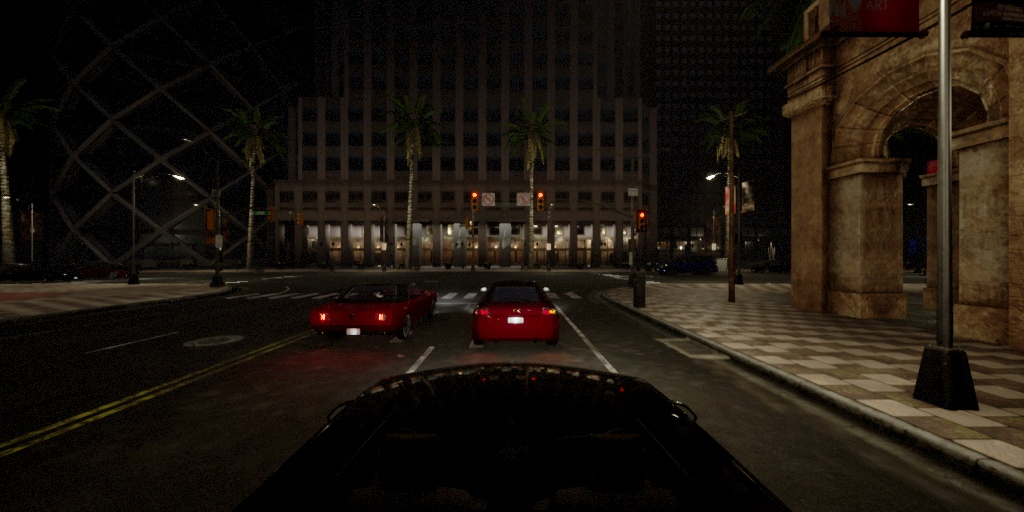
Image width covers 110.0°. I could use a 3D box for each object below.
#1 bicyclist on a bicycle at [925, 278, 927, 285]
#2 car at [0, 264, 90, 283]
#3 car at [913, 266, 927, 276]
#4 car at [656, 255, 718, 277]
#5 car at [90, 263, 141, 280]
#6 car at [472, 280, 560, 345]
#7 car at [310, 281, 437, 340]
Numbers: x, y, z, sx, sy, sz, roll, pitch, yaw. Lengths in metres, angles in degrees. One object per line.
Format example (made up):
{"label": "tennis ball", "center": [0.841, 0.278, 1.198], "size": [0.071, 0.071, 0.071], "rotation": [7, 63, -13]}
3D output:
{"label": "bicyclist on a bicycle", "center": [24.677, 1.049, 20.602], "size": [0.582, 1.620, 1.656], "rotation": [0, 0, 0]}
{"label": "car", "center": [-36.284, 1.296, 27.039], "size": [5.357, 1.411, 2.033], "rotation": [0, 0, -15]}
{"label": "car", "center": [42.654, 1.296, 35.006], "size": [5.357, 1.411, 2.033], "rotation": [0, 0, 0]}
{"label": "car", "center": [17.070, 0.969, 35.108], "size": [5.566, 2.045, 2.150], "rotation": [0, 0, 0]}
{"label": "car", "center": [-34.735, 1.312, 30.711], "size": [4.181, 1.385, 1.994], "rotation": [0, 0, -11]}
{"label": "car", "center": [0.082, 1.314, 9.513], "size": [1.994, 1.385, 4.181], "rotation": [0, 0, 0]}
{"label": "car", "center": [-3.417, 1.350, 9.976], "size": [1.895, 1.301, 4.718], "rotation": [0, 0, 0]}
